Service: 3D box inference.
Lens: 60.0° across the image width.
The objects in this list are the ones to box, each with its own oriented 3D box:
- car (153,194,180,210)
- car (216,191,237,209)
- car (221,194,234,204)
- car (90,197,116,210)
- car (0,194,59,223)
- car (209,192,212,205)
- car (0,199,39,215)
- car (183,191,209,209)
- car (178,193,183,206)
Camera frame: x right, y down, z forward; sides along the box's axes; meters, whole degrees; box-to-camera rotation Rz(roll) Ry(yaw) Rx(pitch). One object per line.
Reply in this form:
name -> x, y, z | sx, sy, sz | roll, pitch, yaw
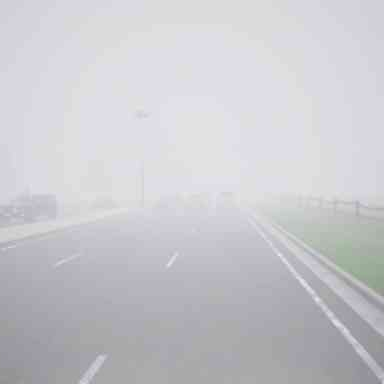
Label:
car -> -3.120, 1.286, 38.219 | 2.033, 1.411, 5.357 | -1, 0, 7
car -> 4.082, 0.842, 39.320 | 2.150, 2.045, 5.566 | -1, 0, 7
car -> 5.399, 1.037, 50.404 | 1.812, 1.442, 4.674 | -1, 1, 7
car -> -10.929, 1.358, 41.187 | 1.812, 1.442, 4.674 | -1, 0, 7
car -> -12.561, 1.202, 25.979 | 2.150, 2.045, 5.566 | -1, 0, 6
car -> 1.718, 0.800, 49.146 | 2.150, 2.045, 5.566 | -1, 1, 8
car -> -18.600, 1.519, 35.699 | 1.812, 1.442, 4.674 | -1, 0, 6
car -> 0.554, 1.027, 39.201 | 2.097, 1.767, 4.553 | -1, 0, 6
car -> -2.054, 0.995, 47.925 | 2.097, 1.767, 4.553 | -1, 0, 7
